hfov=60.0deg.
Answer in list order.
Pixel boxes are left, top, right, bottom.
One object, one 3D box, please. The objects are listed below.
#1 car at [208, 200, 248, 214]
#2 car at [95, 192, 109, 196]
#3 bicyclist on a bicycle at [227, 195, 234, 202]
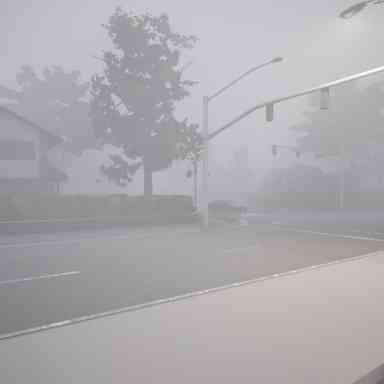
[{"bbox_3d":[3.613,1.547,36.546,2.033,1.411,5.357,0,0,-36],"label":"car"},{"bbox_3d":[-20.412,1.049,75.266,2.150,2.045,5.566,0,0,-36],"label":"car"},{"bbox_3d":[5.913,1.303,51.108,1.656,1.620,0.582,0,0,-36],"label":"bicyclist on a bicycle"}]
